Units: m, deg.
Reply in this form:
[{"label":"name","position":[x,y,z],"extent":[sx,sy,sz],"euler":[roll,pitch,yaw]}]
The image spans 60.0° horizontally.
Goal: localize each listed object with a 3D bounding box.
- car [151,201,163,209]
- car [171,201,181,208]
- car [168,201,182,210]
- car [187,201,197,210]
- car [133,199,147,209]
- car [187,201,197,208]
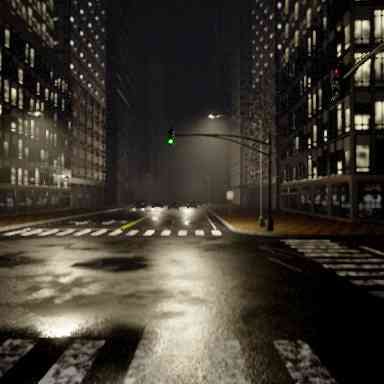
[{"label":"car","position":[-6.483,2.419,62.711],"extent":[1.994,1.385,4.181],"euler":[0,-1,0]},{"label":"car","position":[-3.231,2.518,68.542],"extent":[1.994,1.385,4.181],"euler":[0,-1,0]},{"label":"car","position":[-3.234,2.332,58.126],"extent":[2.033,1.411,5.357],"euler":[0,-1,0]},{"label":"car","position":[0.016,2.338,58.542],"extent":[2.033,1.411,5.357],"euler":[0,-1,0]},{"label":"car","position":[-9.733,2.207,62.744],"extent":[2.097,1.767,4.553],"euler":[0,-1,0]},{"label":"car","position":[0.019,2.504,68.988],"extent":[1.895,1.301,4.718],"euler":[0,-1,0]}]
